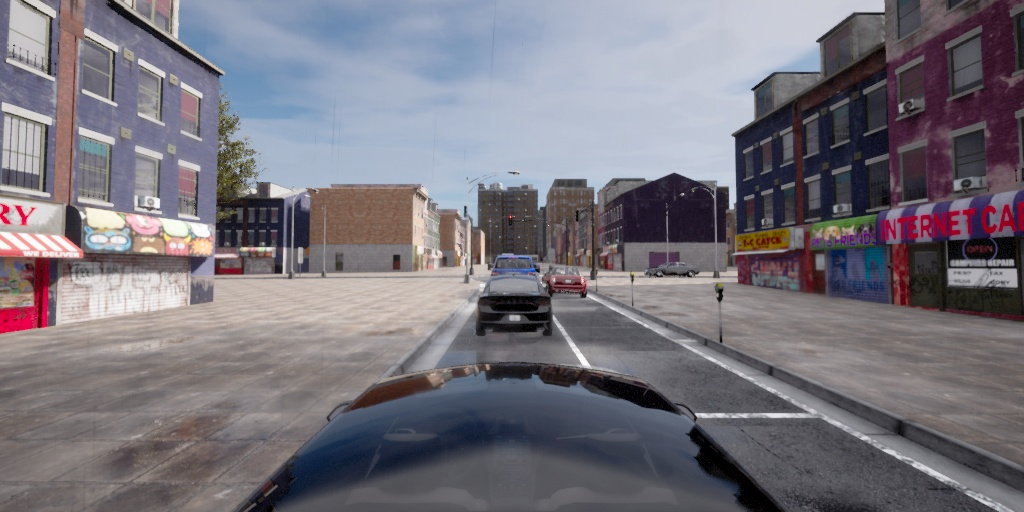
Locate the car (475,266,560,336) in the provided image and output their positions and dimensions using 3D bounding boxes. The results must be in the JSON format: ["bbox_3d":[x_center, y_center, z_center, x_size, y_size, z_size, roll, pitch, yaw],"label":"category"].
[{"bbox_3d":[0.033,1.235,10.477,1.882,1.535,5.008,0,0,-1],"label":"car"}]

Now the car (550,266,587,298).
[{"bbox_3d":[2.610,1.210,18.724,1.967,1.591,4.097,0,0,0],"label":"car"}]

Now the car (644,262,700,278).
[{"bbox_3d":[14.940,1.314,33.571,4.902,1.511,2.128,0,-2,0],"label":"car"}]

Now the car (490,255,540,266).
[{"bbox_3d":[0.063,0.992,18.035,2.150,2.045,5.566,0,0,0],"label":"car"}]
